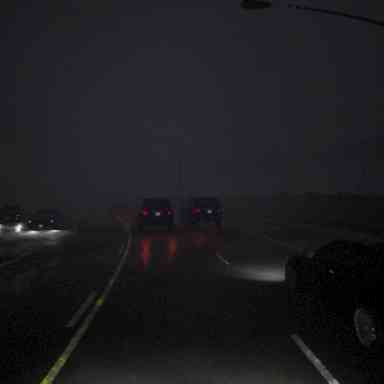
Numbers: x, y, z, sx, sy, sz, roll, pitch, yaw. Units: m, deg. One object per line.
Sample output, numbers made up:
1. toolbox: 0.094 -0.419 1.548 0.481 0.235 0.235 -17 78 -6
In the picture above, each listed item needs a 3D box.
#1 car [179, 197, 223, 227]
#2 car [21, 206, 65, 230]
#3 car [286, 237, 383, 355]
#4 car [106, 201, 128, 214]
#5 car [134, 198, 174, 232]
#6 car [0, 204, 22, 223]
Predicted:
1. car: 0.542 1.398 24.329 2.150 2.045 5.566 0 0 -13
2. car: -10.256 1.799 23.708 2.033 1.411 5.357 0 -1 -14
3. car: 3.235 1.535 6.003 1.812 1.442 4.674 0 0 -4
4. car: -9.190 1.879 40.625 2.128 1.511 4.902 0 0 -27
5. car: -2.541 1.399 21.962 2.150 2.045 5.566 0 0 -12
6. car: -15.433 1.856 28.571 1.837 1.490 4.892 0 -1 -20
